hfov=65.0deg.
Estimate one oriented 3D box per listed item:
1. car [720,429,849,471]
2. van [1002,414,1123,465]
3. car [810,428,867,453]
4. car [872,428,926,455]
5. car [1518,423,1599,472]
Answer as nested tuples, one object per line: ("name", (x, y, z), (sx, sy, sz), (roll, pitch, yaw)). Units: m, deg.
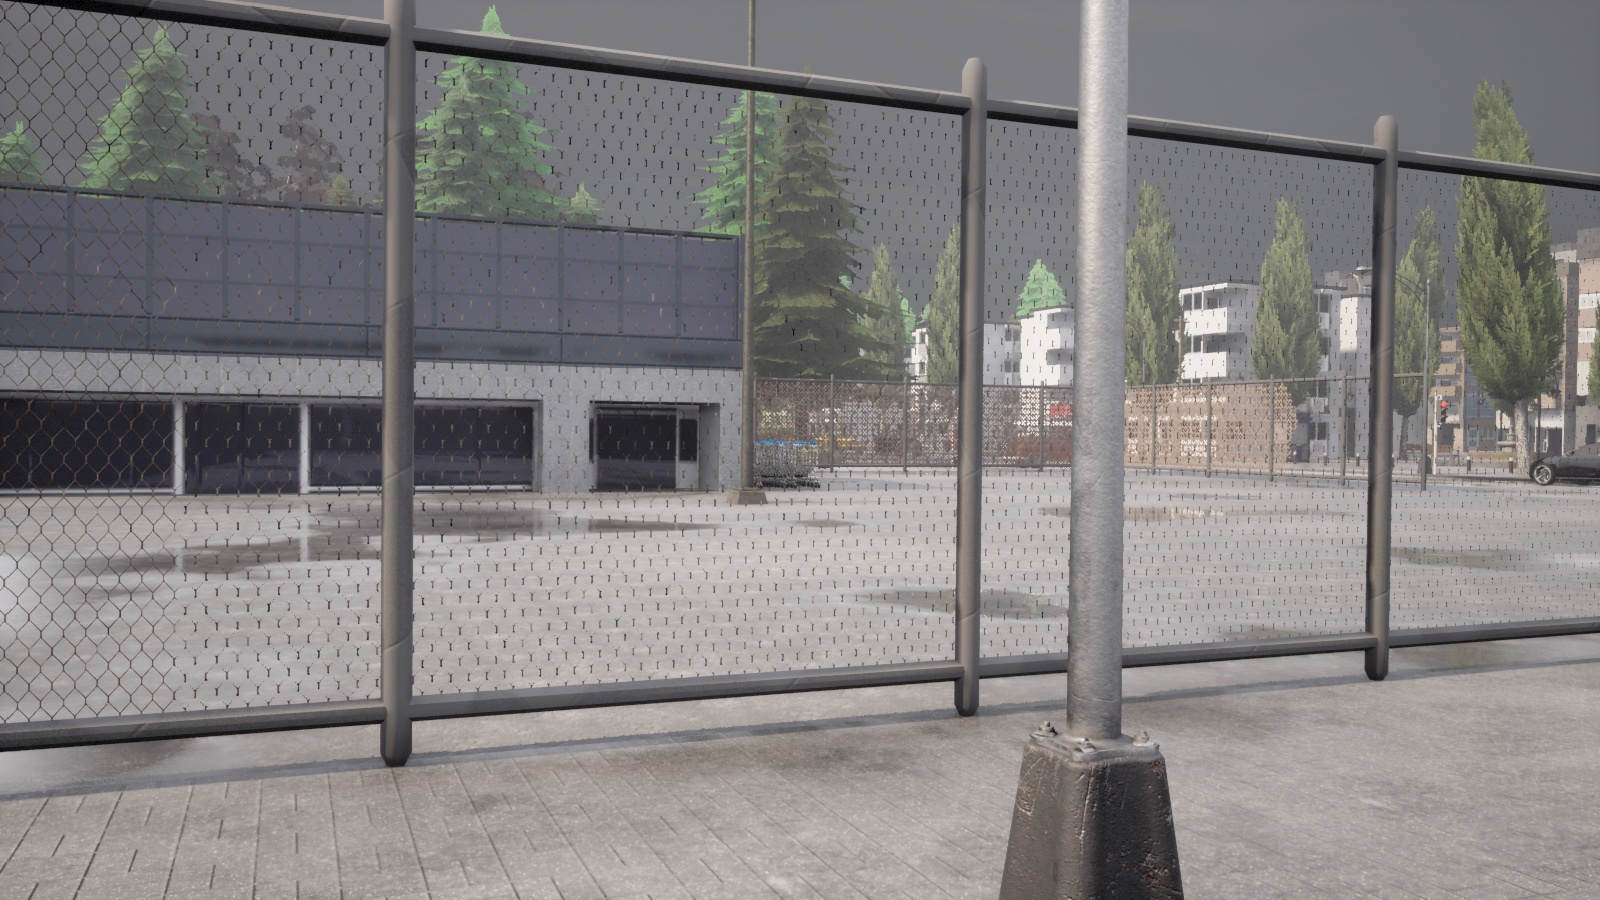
("car", (-0.600, -0.033, 48.216), (4.514, 1.525, 2.007), (-1, 1, -22))
("van", (10.930, -0.450, 52.432), (4.480, 2.038, 2.069), (-1, 0, -11))
("car", (2.532, -0.656, 84.060), (1.801, 1.575, 5.366), (-1, 1, -22))
("car", (5.938, -0.520, 75.749), (1.789, 1.549, 3.705), (-1, 1, -21))
("car", (25.242, -0.109, 39.003), (2.163, 1.488, 4.792), (-1, 1, -22))
